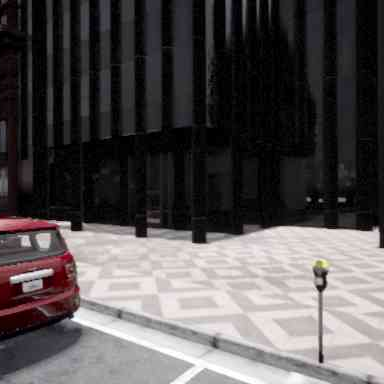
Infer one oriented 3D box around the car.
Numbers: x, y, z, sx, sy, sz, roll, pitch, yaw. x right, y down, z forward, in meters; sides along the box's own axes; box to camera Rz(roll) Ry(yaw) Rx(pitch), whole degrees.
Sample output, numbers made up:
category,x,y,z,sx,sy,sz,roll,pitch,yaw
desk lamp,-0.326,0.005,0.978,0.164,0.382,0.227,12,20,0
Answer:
category,x,y,z,sx,sy,sz,roll,pitch,yaw
car,-4.082,1.363,5.865,5.009,1.841,2.192,-1,0,35
